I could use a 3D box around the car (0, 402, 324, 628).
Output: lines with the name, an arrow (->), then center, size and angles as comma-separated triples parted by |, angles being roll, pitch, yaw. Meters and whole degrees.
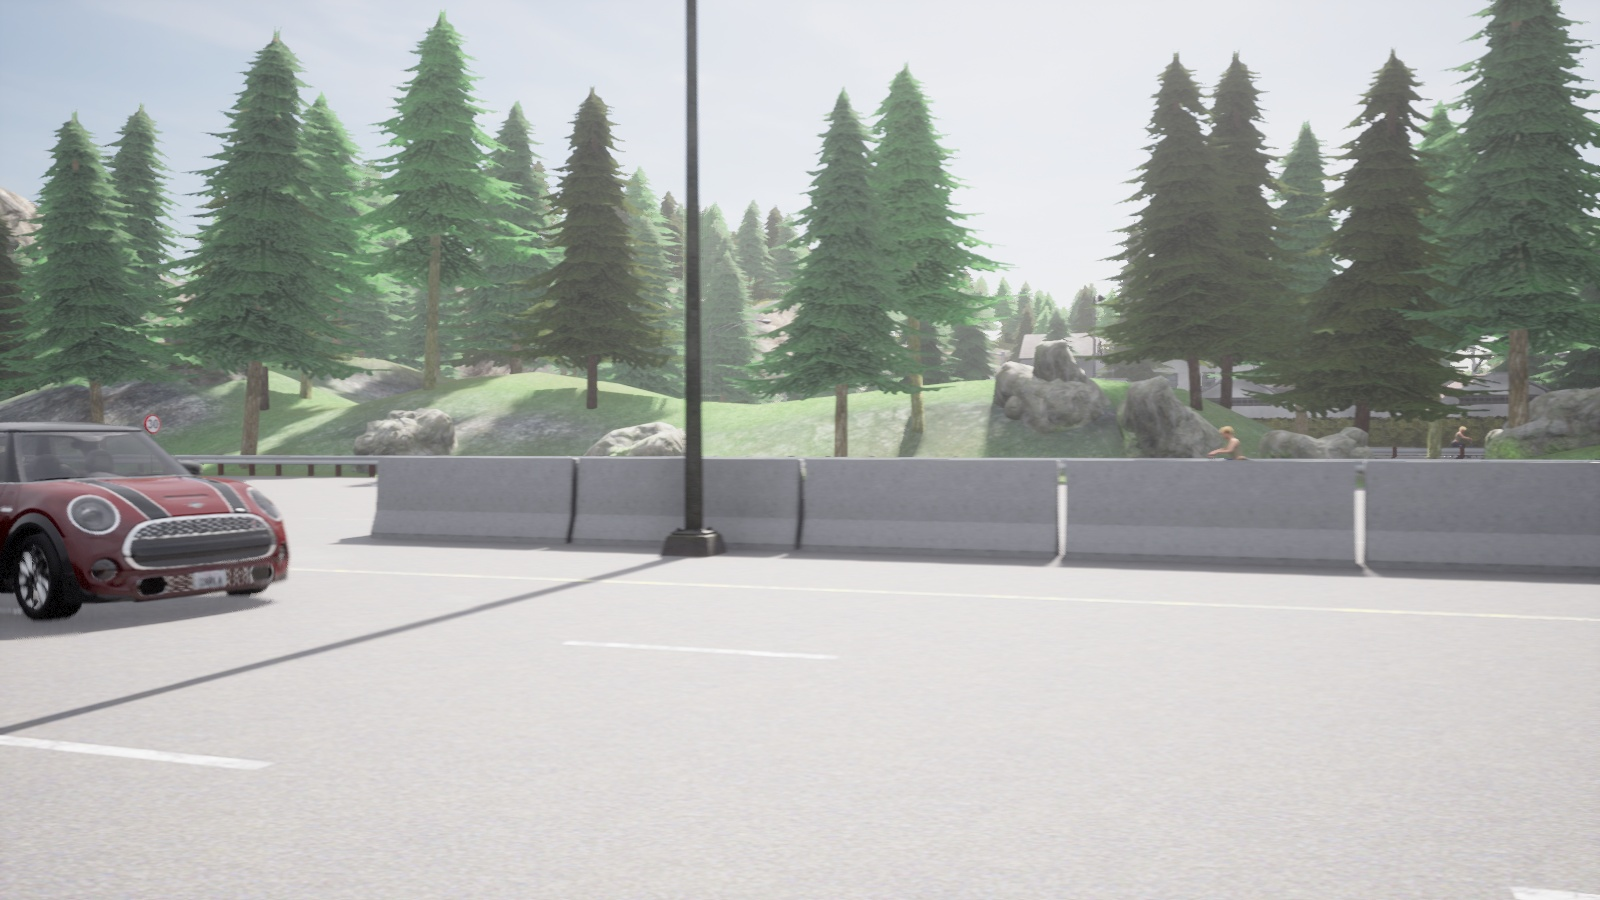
car -> -6.887, 0.468, 11.906 | 4.553, 1.767, 2.097 | 1, 1, 32
